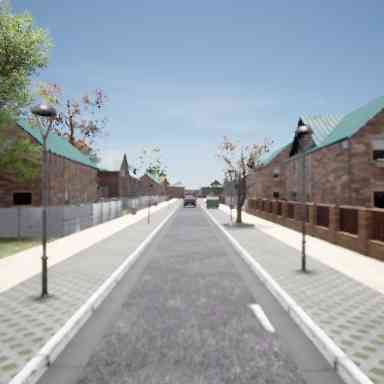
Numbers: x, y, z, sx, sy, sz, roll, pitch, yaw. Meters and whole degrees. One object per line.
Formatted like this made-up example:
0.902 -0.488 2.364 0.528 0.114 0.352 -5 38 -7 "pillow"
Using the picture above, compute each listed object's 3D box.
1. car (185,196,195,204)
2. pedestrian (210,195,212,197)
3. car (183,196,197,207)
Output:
-0.412 1.593 67.445 1.882 1.535 5.008 0 0 0 "car"
2.729 1.314 46.268 0.375 1.860 0.375 1 -2 -6 "pedestrian"
-0.327 1.562 53.909 1.837 1.490 4.892 0 0 0 "car"
